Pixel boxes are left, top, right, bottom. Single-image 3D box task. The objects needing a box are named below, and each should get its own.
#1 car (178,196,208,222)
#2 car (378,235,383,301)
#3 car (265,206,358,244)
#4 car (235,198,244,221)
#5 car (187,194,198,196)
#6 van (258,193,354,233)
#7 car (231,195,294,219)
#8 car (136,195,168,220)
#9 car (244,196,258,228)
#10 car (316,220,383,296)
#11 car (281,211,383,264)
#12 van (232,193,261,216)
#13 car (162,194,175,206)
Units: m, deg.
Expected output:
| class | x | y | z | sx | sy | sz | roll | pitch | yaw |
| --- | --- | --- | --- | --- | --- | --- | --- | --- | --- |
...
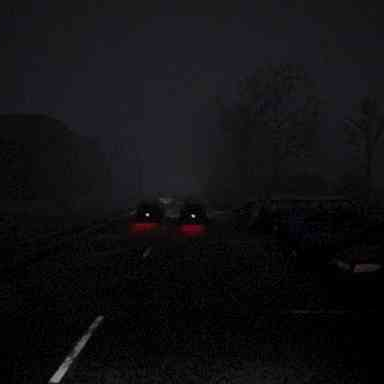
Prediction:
| class | x | y | z | sx | sy | sz | roll | pitch | yaw |
| --- | --- | --- | --- | --- | --- | --- | --- | --- | --- |
| car | 0.084 | 1.328 | 24.567 | 1.837 | 1.490 | 4.892 | 0 | 1 | 0 |
| car | 5.532 | 1.509 | 4.634 | 4.674 | 1.452 | 2.002 | 0 | 0 | 0 |
| car | 5.559 | 1.453 | 12.898 | 4.792 | 1.488 | 2.163 | 0 | 0 | 0 |
| car | 5.518 | 1.349 | 21.163 | 4.892 | 1.521 | 2.231 | 0 | 1 | 0 |
| car | 0.071 | 0.926 | 42.251 | 1.882 | 1.535 | 5.008 | 0 | 2 | 0 |
| van | 5.644 | 1.178 | 15.649 | 4.442 | 1.987 | 1.878 | 0 | 1 | 0 |
| car | 5.550 | 1.147 | 26.672 | 4.553 | 1.767 | 2.185 | 0 | 1 | 0 |
| car | -3.168 | 1.309 | 26.027 | 1.837 | 1.490 | 4.892 | 0 | 1 | 0 |
| car | 5.494 | 1.252 | 18.534 | 4.553 | 1.767 | 2.185 | 0 | 1 | 0 |
| car | 5.535 | 1.498 | 7.388 | 4.674 | 1.452 | 2.002 | 0 | 0 | 0 |
| car | 5.501 | 1.474 | 10.146 | 4.792 | 1.488 | 2.163 | 0 | 0 | 0 |
| van | 5.405 | 1.088 | 23.918 | 4.442 | 1.987 | 1.878 | 0 | 1 | 0 |
| car | -3.186 | 0.983 | 41.927 | 1.812 | 1.442 | 4.674 | 0 | 2 | 0 |
